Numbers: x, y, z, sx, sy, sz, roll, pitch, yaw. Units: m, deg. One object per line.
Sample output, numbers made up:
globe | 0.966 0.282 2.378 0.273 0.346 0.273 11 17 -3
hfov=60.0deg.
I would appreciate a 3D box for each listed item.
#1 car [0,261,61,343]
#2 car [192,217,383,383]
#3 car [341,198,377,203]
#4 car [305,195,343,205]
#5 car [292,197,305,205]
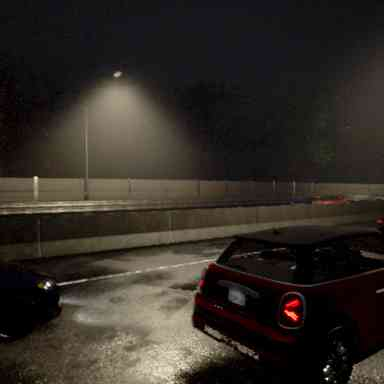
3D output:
car | -4.248 1.568 5.015 4.181 1.385 1.994 0 0 -36
car | 2.283 1.322 5.377 4.553 1.767 2.097 0 0 -36
car | 17.573 1.402 33.728 4.718 1.301 1.895 0 0 -35
car | 14.858 1.157 36.089 4.553 1.767 2.097 0 0 -35
car | 13.881 1.324 39.695 4.674 1.442 1.812 0 0 -35
